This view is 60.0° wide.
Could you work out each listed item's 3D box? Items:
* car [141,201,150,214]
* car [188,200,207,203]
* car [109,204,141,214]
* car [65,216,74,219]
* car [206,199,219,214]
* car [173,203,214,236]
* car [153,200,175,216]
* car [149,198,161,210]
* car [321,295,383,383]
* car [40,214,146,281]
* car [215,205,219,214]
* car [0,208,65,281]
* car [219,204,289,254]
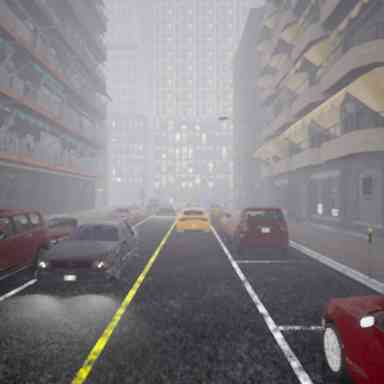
[{"bbox_3d":[-5.312,1.802,30.724,1.752,1.417,4.829,0,-1,0],"label":"car"},{"bbox_3d":[0.095,1.799,34.139,2.128,1.511,4.902,0,-1,0],"label":"car"},{"bbox_3d":[-5.312,1.808,25.253,1.802,1.307,4.206,0,-1,0],"label":"car"},{"bbox_3d":[-5.312,1.707,13.973,1.802,1.307,4.206,0,-1,0],"label":"car"},{"bbox_3d":[2.568,1.857,36.705,1.752,1.417,4.829,0,-1,0],"label":"car"},{"bbox_3d":[0.100,1.656,19.892,1.882,1.535,5.008,0,-1,0],"label":"car"},{"bbox_3d":[-2.835,1.900,37.160,1.994,1.385,4.181,0,-1,0],"label":"car"},{"bbox_3d":[-5.311,1.751,47.817,2.192,1.841,5.009,0,-1,0],"label":"car"},{"bbox_3d":[2.569,1.570,2.694,1.887,1.381,4.507,0,-1,0],"label":"car"},{"bbox_3d":[-2.836,1.641,10.398,2.033,1.411,5.357,0,-1,0],"label":"car"},{"bbox_3d":[2.569,1.703,19.784,1.752,1.417,4.829,0,-1,0],"label":"car"},{"bbox_3d":[-5.310,1.390,8.335,2.192,1.841,5.009,0,-1,0],"label":"car"},{"bbox_3d":[2.570,1.440,13.976,2.192,1.841,5.009,0,-1,0],"label":"car"}]
